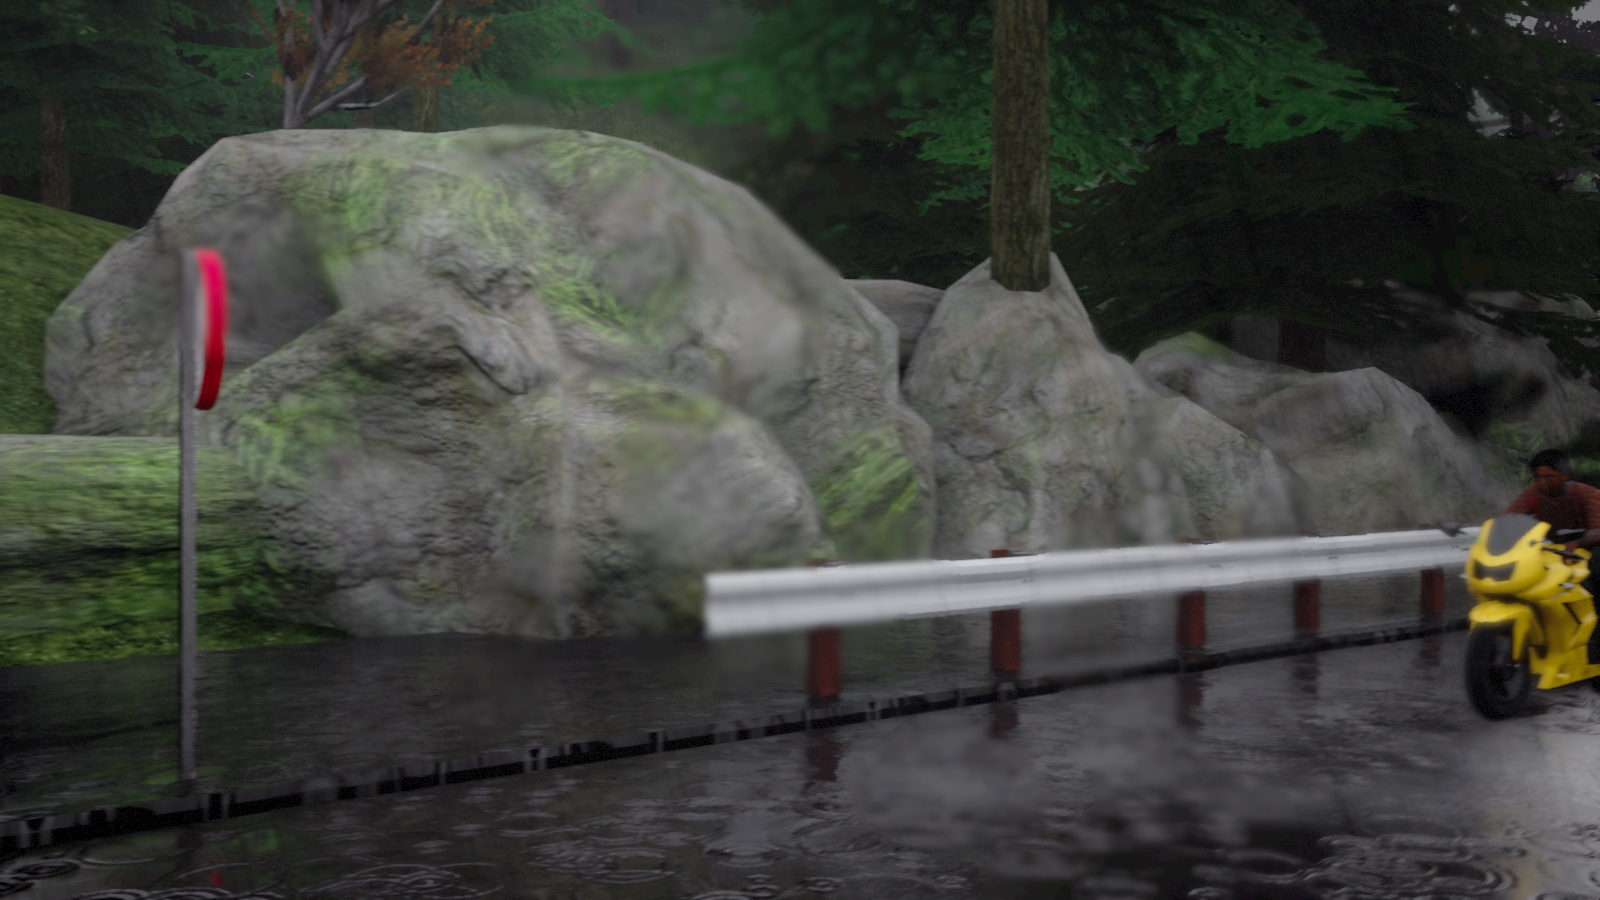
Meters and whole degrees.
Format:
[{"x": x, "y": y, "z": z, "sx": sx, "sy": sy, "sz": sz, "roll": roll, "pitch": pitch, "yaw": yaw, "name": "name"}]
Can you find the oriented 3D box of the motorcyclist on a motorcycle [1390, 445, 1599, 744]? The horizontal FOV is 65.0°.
[{"x": 4.385, "y": 0.739, "z": 7.321, "sx": 2.044, "sy": 1.523, "sz": 0.797, "roll": 0, "pitch": 0, "yaw": -35, "name": "motorcyclist on a motorcycle"}]
